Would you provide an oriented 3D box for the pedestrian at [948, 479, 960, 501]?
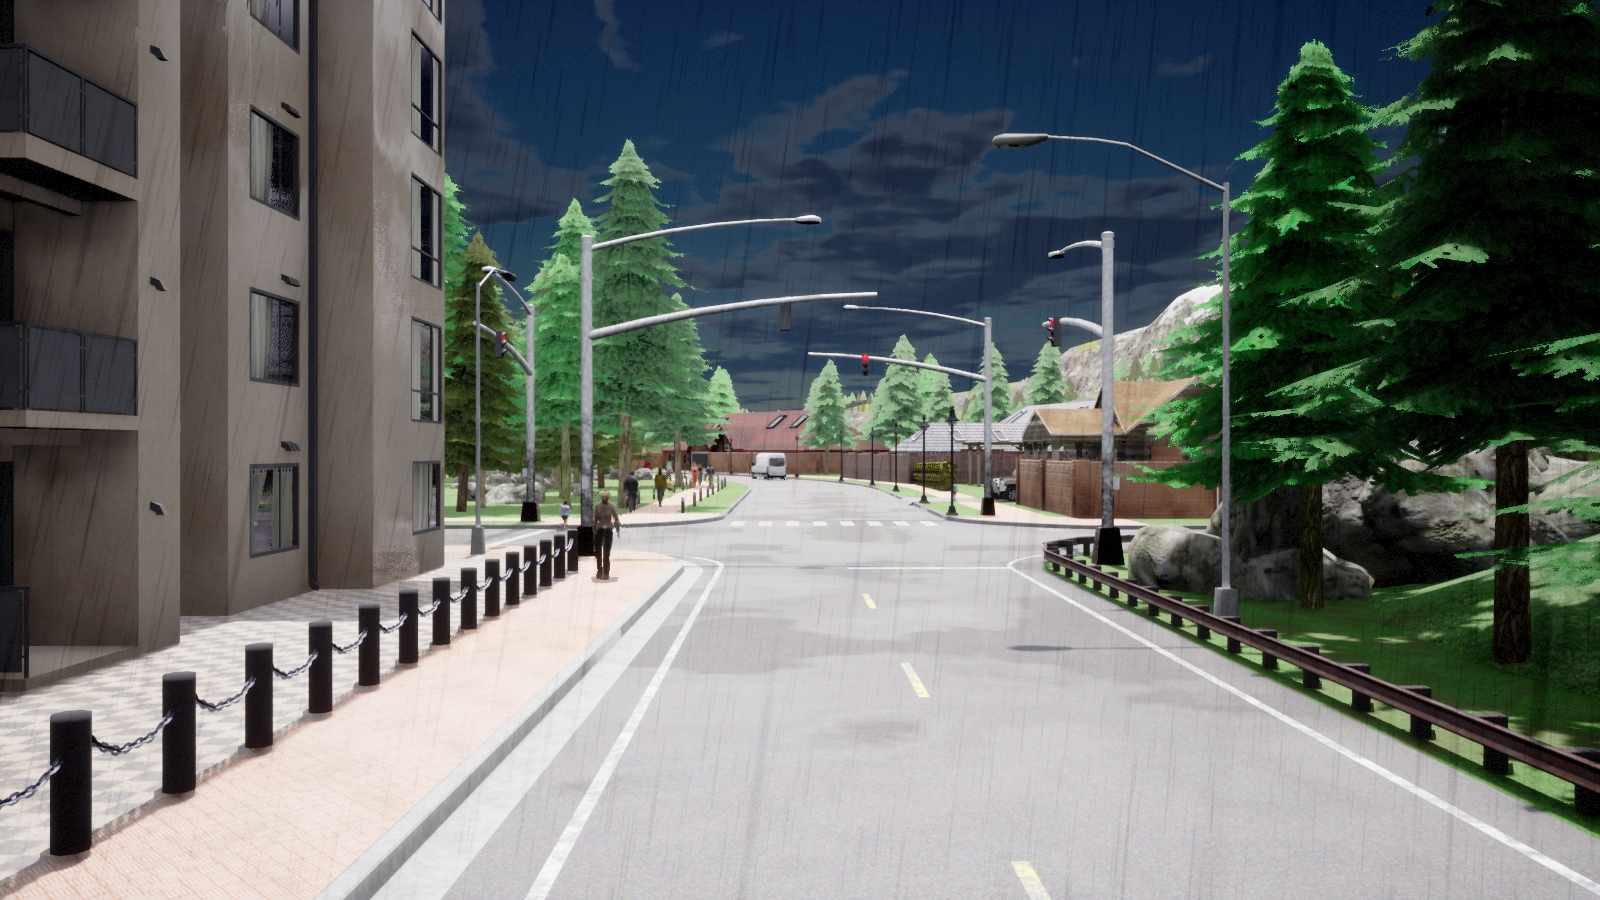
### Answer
[{"bbox_3d":[8.028,2.085,59.617,0.500,1.100,0.500,0,0,-3],"label":"pedestrian"}]

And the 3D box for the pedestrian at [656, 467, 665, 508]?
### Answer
[{"bbox_3d":[-6.375,1.695,52.137,0.375,1.860,0.375,0,0,-1],"label":"pedestrian"}]

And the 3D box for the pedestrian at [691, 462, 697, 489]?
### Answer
[{"bbox_3d":[-7.119,1.710,76.926,0.375,1.860,0.375,0,0,-7],"label":"pedestrian"}]

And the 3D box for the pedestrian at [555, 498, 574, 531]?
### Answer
[{"bbox_3d":[-8.183,2.234,39.751,0.500,1.100,0.500,0,0,10],"label":"pedestrian"}]

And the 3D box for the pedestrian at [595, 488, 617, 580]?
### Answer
[{"bbox_3d":[-3.966,1.710,23.366,0.375,1.860,0.375,0,0,-1],"label":"pedestrian"}]

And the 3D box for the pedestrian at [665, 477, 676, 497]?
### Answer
[{"bbox_3d":[-7.224,2.082,63.802,0.500,1.100,0.500,0,0,5],"label":"pedestrian"}]

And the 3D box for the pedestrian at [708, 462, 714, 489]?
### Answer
[{"bbox_3d":[-6.024,1.710,76.949,0.375,1.860,0.375,0,0,-8],"label":"pedestrian"}]

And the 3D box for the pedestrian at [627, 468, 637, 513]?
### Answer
[{"bbox_3d":[-7.069,1.694,48.014,0.375,1.860,0.375,0,0,2],"label":"pedestrian"}]
